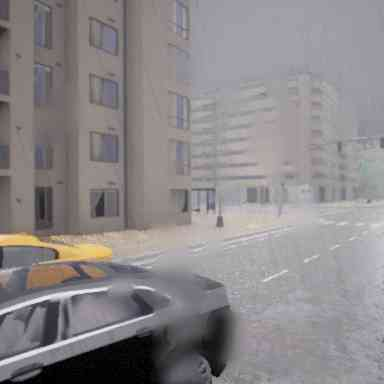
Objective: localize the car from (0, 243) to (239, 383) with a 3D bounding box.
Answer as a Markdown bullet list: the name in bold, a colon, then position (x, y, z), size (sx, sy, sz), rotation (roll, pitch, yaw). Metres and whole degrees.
- **car**: position (-1.688, 1.517, 3.052), size (4.902, 1.511, 2.128), rotation (0, 0, -40)

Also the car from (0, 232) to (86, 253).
- **car**: position (-3.811, 1.527, 5.764), size (5.008, 1.535, 1.882), rotation (0, 0, -40)
